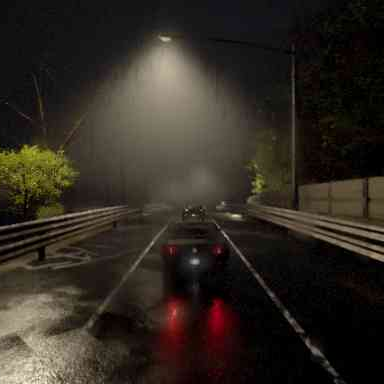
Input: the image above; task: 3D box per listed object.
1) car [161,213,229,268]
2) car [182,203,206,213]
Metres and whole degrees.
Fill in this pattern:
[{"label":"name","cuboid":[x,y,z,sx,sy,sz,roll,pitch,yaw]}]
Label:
[{"label":"car","cuboid":[0.087,1.615,11.277,1.895,1.301,4.718,0,0,0]},{"label":"car","cuboid":[0.142,1.674,28.655,2.128,1.511,4.902,0,-1,0]}]
